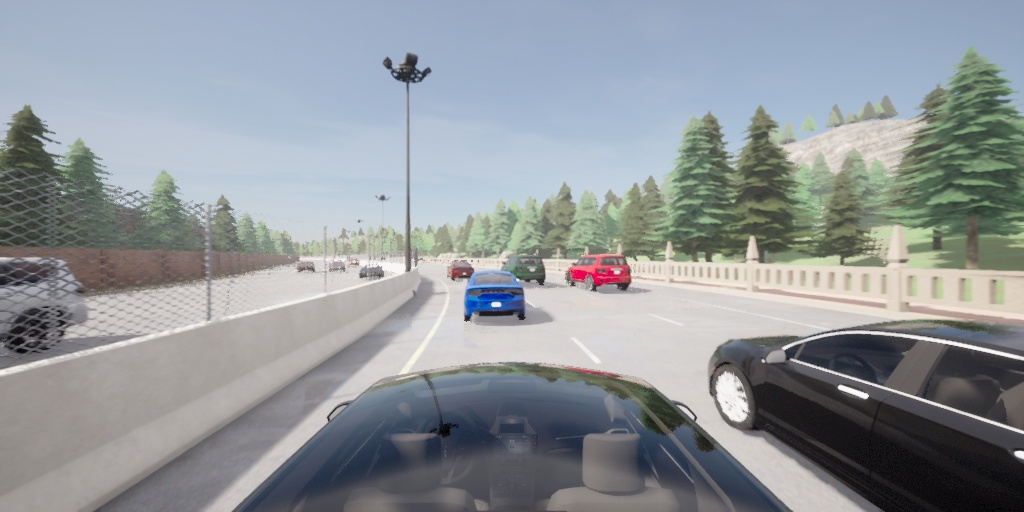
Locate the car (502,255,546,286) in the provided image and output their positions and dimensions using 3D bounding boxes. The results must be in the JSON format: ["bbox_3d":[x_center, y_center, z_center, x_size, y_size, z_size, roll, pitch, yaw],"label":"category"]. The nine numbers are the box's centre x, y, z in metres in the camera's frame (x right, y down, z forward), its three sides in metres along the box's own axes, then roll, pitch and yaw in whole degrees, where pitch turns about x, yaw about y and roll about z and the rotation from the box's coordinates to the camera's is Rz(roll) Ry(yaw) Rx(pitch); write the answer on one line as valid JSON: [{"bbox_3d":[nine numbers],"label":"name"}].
[{"bbox_3d":[0.674,0.973,25.130,2.150,2.045,5.566,0,0,-13],"label":"car"}]

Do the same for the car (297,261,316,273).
[{"bbox_3d":[-26.354,1.344,46.116,1.882,1.535,5.008,0,0,-27],"label":"car"}]

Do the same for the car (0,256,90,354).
[{"bbox_3d":[-10.812,1.016,5.946,2.150,2.045,5.566,0,0,-4],"label":"car"}]

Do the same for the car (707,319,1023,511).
[{"bbox_3d":[3.448,1.241,2.679,1.837,1.490,4.892,0,0,-1],"label":"car"}]

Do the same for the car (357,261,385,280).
[{"bbox_3d":[-12.575,1.371,32.352,1.994,1.385,4.181,0,0,-20],"label":"car"}]

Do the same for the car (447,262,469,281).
[{"bbox_3d":[-4.444,1.251,30.608,1.882,1.535,5.008,0,0,-16],"label":"car"}]

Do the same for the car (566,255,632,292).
[{"bbox_3d":[5.025,0.955,21.472,2.150,2.045,5.566,0,0,-11],"label":"car"}]

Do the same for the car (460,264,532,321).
[{"bbox_3d":[-0.712,1.233,12.645,1.882,1.535,5.008,0,0,-6],"label":"car"}]

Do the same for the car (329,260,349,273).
[{"bbox_3d":[-22.682,1.376,46.651,1.812,1.442,4.674,0,0,-27],"label":"car"}]
